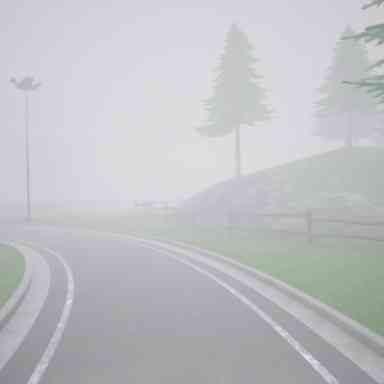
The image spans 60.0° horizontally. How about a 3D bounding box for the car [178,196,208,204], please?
[{"bbox_3d":[-0.162,1.529,62.506,5.357,1.411,2.033,-1,0,-42],"label":"car"}]
